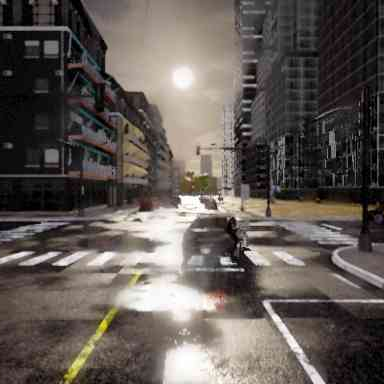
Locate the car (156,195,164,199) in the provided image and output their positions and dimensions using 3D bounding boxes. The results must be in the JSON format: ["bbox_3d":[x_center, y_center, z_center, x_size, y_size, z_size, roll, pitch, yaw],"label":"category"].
[{"bbox_3d":[-5.654,1.578,48.145,1.967,1.590,4.097,-1,0,0],"label":"car"}]

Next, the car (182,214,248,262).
[{"bbox_3d":[0.958,1.580,12.481,1.837,1.490,4.892,-1,-1,13],"label":"car"}]

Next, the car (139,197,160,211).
[{"bbox_3d":[-5.658,1.665,42.495,1.887,1.381,4.507,-1,0,0],"label":"car"}]

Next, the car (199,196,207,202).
[{"bbox_3d":[2.729,1.791,82.087,1.887,1.381,4.507,-1,0,0],"label":"car"}]

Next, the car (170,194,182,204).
[{"bbox_3d":[-2.954,1.689,64.182,1.837,1.490,4.892,0,0,1],"label":"car"}]

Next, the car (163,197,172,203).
[{"bbox_3d":[-5.624,1.810,76.389,1.802,1.307,4.206,-1,0,0],"label":"car"}]

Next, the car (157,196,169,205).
[{"bbox_3d":[-5.637,1.631,65.091,1.967,1.590,4.097,-1,0,0],"label":"car"}]

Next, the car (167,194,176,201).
[{"bbox_3d":[-5.610,1.598,93.337,2.192,1.841,5.009,-1,0,0],"label":"car"}]

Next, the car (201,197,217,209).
[{"bbox_3d":[2.694,1.683,48.193,1.887,1.381,4.507,-1,0,0],"label":"car"}]

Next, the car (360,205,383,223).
[{"bbox_3d":[14.698,1.538,24.433,4.313,1.339,1.947,0,1,0],"label":"car"}]

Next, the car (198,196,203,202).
[{"bbox_3d":[2.718,1.760,70.789,2.008,1.369,4.403,-1,0,0],"label":"car"}]

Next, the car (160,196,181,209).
[{"bbox_3d":[-3.037,1.700,47.860,1.994,1.385,4.181,0,0,0],"label":"car"}]
